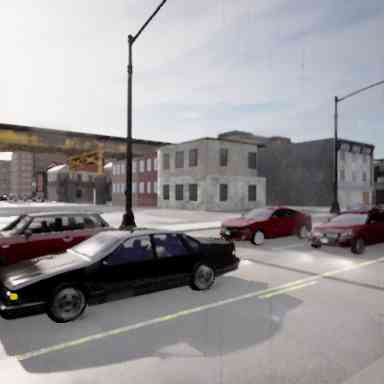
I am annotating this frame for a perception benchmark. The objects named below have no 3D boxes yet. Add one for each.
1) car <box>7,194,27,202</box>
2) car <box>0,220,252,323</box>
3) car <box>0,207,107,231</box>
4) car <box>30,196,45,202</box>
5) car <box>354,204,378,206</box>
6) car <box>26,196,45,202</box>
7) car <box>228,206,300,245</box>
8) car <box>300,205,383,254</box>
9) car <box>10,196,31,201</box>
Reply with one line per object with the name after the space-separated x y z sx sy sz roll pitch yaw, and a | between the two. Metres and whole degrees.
-39.599 1.679 77.013 4.974 1.542 2.038 0 0 24 | car
-1.330 1.539 7.396 5.357 1.411 2.033 0 0 -37 | car
-4.389 1.351 9.476 4.553 1.767 2.097 0 0 -37 | car
-35.875 1.546 77.210 1.853 1.218 4.536 0 0 -6 | car
10.836 1.423 20.781 4.181 1.385 1.994 -1 0 -37 | car
-35.870 1.703 77.158 2.038 1.542 4.974 0 0 -6 | car
3.496 1.421 15.344 5.008 1.535 1.882 0 0 -37 | car
6.608 1.457 13.291 4.674 1.442 1.812 -1 0 -36 | car
-39.645 1.521 77.034 4.536 1.218 1.853 0 0 24 | car
